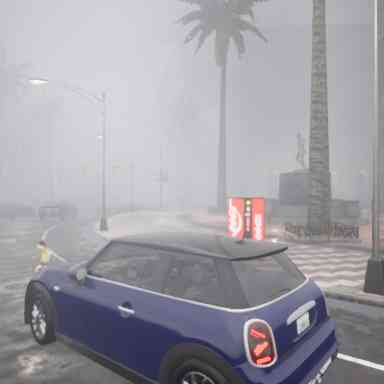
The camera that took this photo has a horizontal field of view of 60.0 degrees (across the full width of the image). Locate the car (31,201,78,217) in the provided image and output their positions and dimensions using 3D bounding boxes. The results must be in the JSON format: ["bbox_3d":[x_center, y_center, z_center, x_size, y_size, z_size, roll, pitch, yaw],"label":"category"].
[{"bbox_3d":[-10.814,1.471,27.246,2.128,1.511,4.902,0,0,-2],"label":"car"}]

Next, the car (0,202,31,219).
[{"bbox_3d":[-14.985,1.542,27.998,1.994,1.385,4.181,0,0,3],"label":"car"}]

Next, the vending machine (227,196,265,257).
[{"bbox_3d":[1.979,1.191,12.184,1.100,2.100,0.880,0,0,-42],"label":"vending machine"}]

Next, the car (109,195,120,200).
[{"bbox_3d":[-20.711,1.458,89.385,2.161,1.482,4.786,0,0,3],"label":"car"}]

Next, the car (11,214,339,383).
[{"bbox_3d":[-0.503,1.350,4.742,4.553,1.767,2.097,0,0,40],"label":"car"}]

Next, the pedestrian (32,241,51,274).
[{"bbox_3d":[-3.667,1.668,8.253,0.500,1.100,0.500,0,0,-42],"label":"pedestrian"}]
